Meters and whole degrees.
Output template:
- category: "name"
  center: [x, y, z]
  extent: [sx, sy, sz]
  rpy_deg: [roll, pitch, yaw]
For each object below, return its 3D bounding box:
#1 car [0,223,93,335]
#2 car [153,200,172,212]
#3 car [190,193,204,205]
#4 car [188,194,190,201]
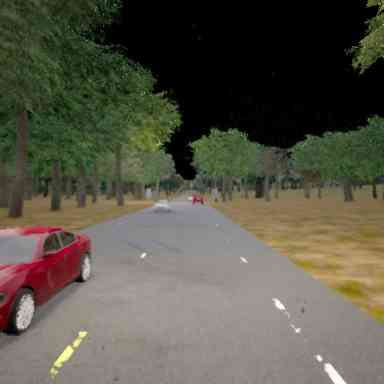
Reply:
- category: "car"
  center: [-3.598, 1.500, 6.953]
  extent: [1.882, 1.535, 5.008]
  rpy_deg: [0, 0, 0]
- category: "car"
  center: [-3.570, 1.668, 40.485]
  extent: [1.812, 1.442, 4.674]
  rpy_deg: [0, 0, 0]
- category: "car"
  center: [1.238, 1.465, 66.106]
  extent: [2.150, 2.045, 5.566]
  rpy_deg: [0, 0, 0]
- category: "car"
  center: [0.018, 1.756, 85.597]
  extent: [1.895, 1.301, 4.718]
  rpy_deg: [0, 0, 0]
